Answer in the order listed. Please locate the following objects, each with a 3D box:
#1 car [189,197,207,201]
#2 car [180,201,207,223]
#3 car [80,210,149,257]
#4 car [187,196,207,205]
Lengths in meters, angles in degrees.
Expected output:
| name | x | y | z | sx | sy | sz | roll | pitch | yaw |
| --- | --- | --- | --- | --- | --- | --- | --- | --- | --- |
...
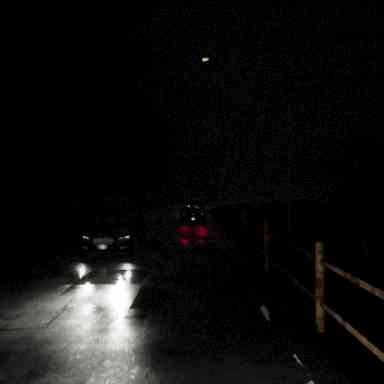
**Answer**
| name | x | y | z | sx | sy | sz | roll | pitch | yaw |
| --- | --- | --- | --- | --- | --- | --- | --- | --- | --- |
| car | 0.836 | 1.439 | 42.799 | 1.837 | 1.490 | 4.892 | 0 | 0 | 8 |
| car | 0.088 | 1.586 | 25.503 | 1.895 | 1.301 | 4.718 | 0 | 0 | 0 |
| car | -2.853 | 1.488 | 13.046 | 2.128 | 1.511 | 4.902 | 0 | 0 | 0 |
| car | 0.895 | 1.452 | 55.713 | 1.994 | 1.385 | 4.181 | 0 | 0 | 20 |
